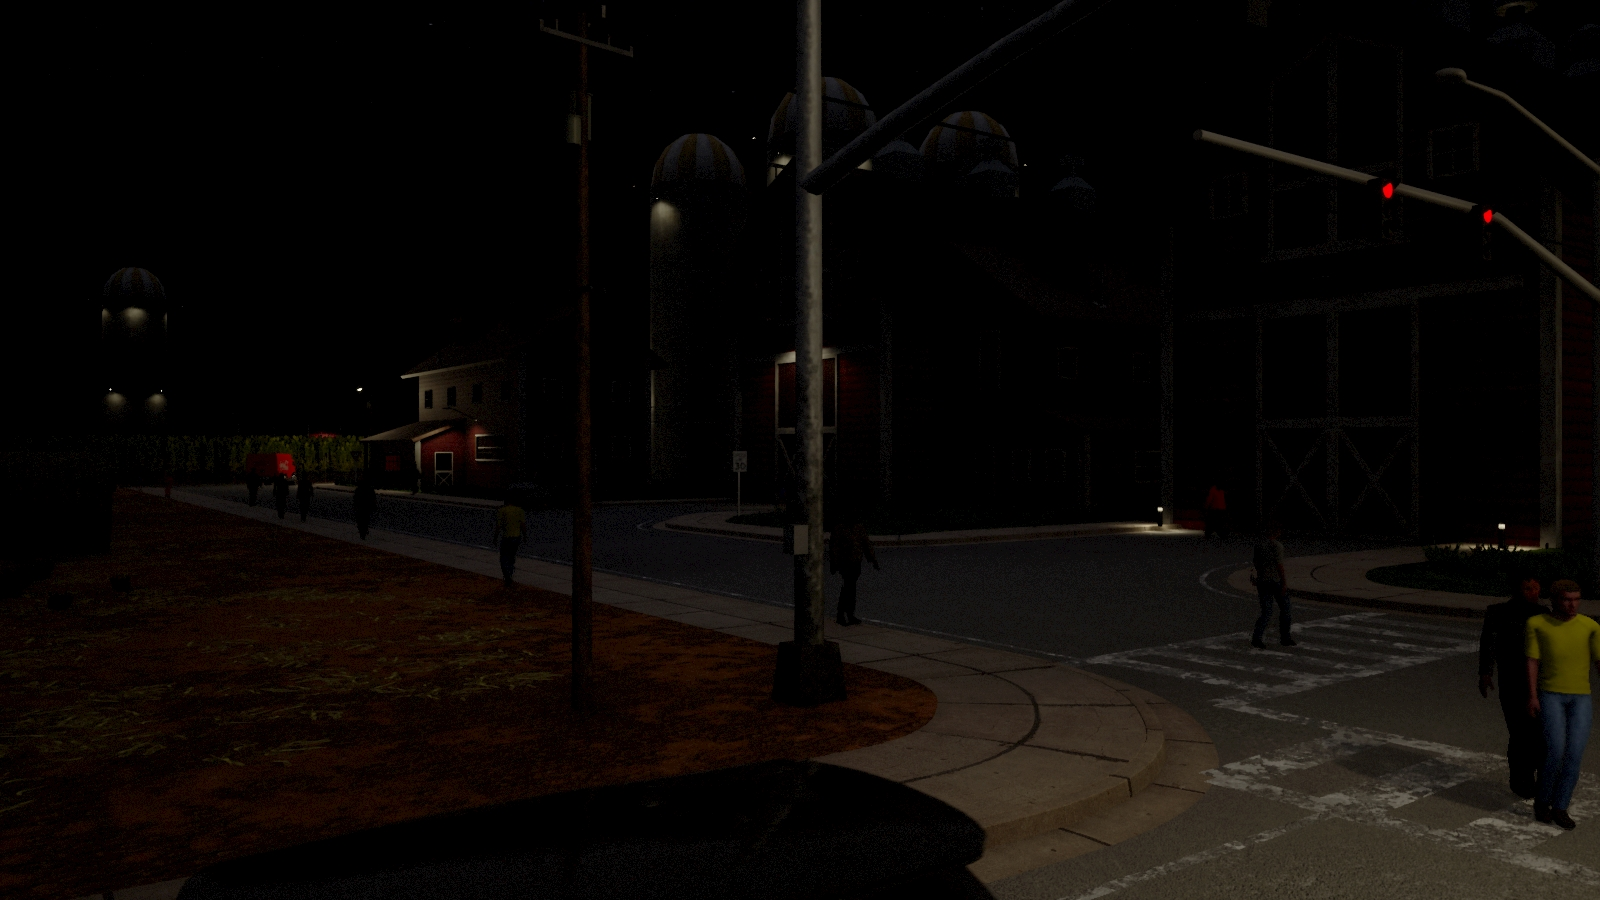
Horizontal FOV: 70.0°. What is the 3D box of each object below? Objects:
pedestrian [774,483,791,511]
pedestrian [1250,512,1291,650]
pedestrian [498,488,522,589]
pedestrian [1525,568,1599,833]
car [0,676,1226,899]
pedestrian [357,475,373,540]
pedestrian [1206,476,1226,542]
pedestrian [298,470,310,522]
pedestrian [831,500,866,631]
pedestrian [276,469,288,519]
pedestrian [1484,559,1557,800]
[{"bbox_3d":[-0.693,1.889,46.177,0.500,1.100,0.500,0,0,32],"label":"pedestrian"},{"bbox_3d":[6.542,1.812,15.890,0.375,1.860,0.375,0,0,-30],"label":"pedestrian"},{"bbox_3d":[-5.504,1.668,21.679,0.375,1.860,0.375,0,0,-28],"label":"pedestrian"},{"bbox_3d":[5.649,1.830,8.458,0.375,1.860,0.375,0,0,13],"label":"pedestrian"},{"bbox_3d":[-1.184,1.904,2.993,4.553,1.767,2.097,0,0,-35],"label":"car"},{"bbox_3d":[-12.638,1.665,33.205,0.375,1.860,0.375,0,0,-32],"label":"pedestrian"},{"bbox_3d":[11.939,1.685,32.776,0.375,1.860,0.375,0,0,-36],"label":"pedestrian"},{"bbox_3d":[-18.040,1.665,41.572,0.375,1.860,0.375,0,0,-26],"label":"pedestrian"},{"bbox_3d":[0.707,1.665,16.601,0.375,1.860,0.375,0,0,-26],"label":"pedestrian"},{"bbox_3d":[-19.470,1.665,42.940,0.375,1.860,0.375,0,0,-28],"label":"pedestrian"},{"bbox_3d":[5.791,1.826,9.198,0.375,1.860,0.375,0,0,7],"label":"pedestrian"}]
